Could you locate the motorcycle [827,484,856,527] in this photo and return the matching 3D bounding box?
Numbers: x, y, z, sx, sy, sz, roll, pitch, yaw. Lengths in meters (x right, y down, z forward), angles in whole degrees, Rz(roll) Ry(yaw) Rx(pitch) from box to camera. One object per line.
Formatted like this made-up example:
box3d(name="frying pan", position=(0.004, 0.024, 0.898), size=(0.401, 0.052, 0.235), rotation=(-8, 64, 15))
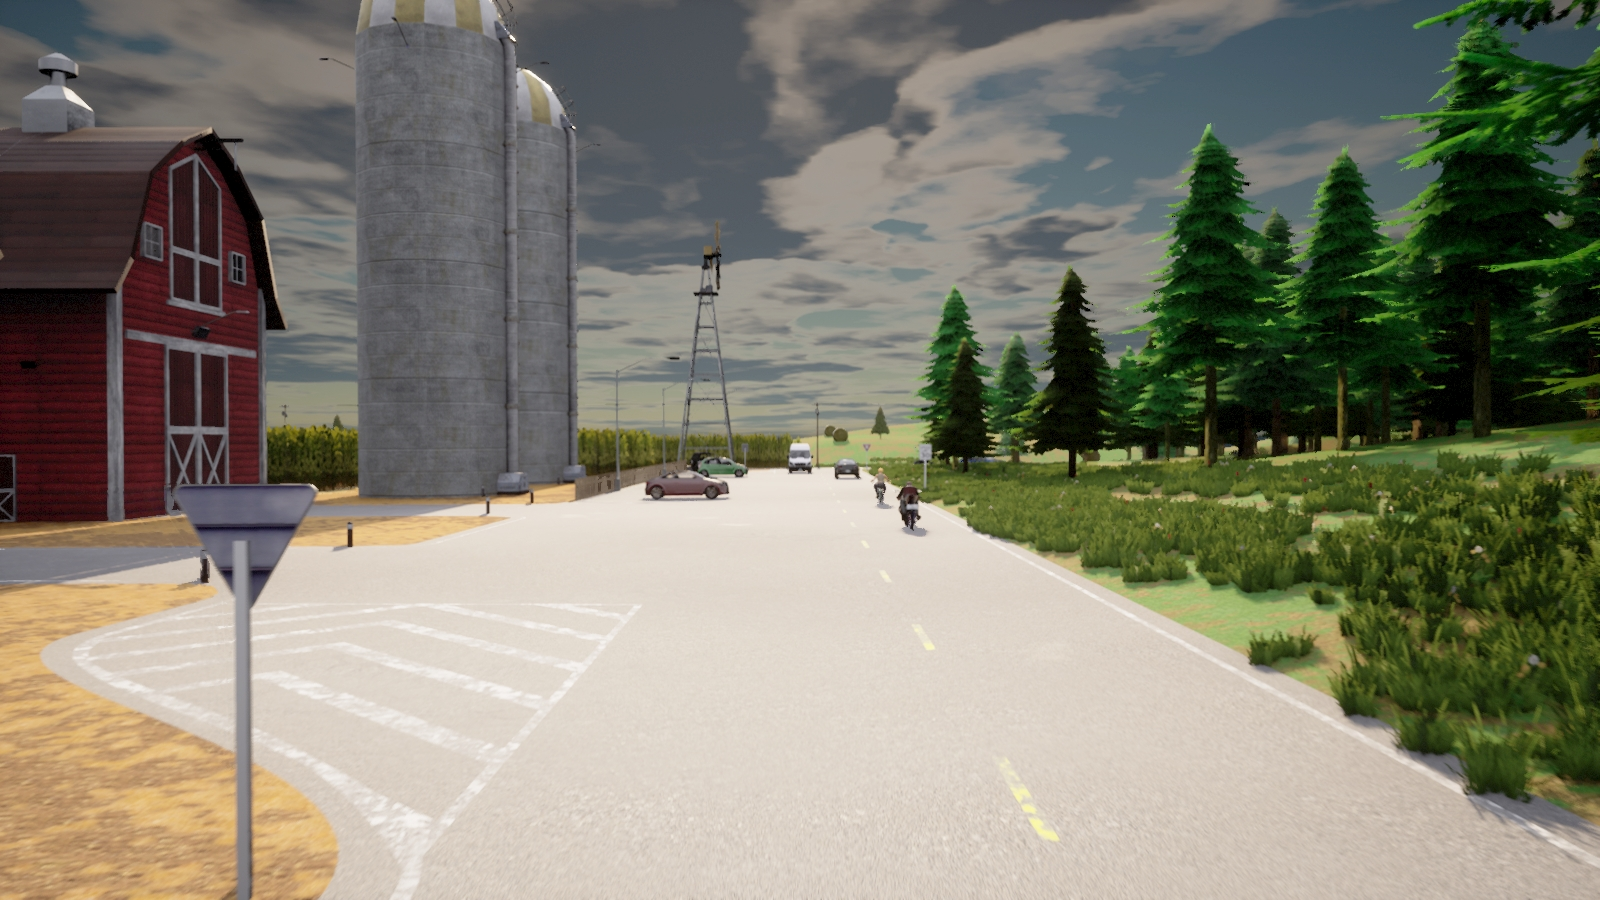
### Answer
box3d(name="motorcycle", position=(1.317, 1.758, 36.731), size=(0.867, 1.251, 2.209), rotation=(0, 0, 0))
